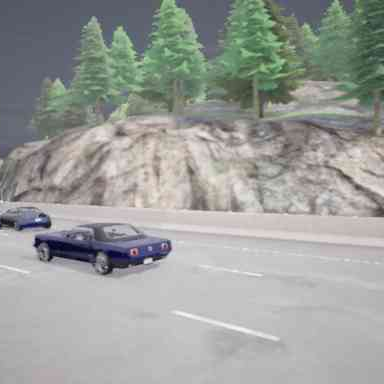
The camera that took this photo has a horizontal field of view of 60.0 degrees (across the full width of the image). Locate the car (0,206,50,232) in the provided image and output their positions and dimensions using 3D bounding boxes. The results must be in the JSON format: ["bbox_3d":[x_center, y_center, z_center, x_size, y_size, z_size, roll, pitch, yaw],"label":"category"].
[{"bbox_3d":[-10.509,1.589,20.695,4.181,1.385,1.994,0,0,40],"label":"car"}]

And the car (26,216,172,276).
[{"bbox_3d":[-2.995,1.611,10.469,4.718,1.301,1.895,0,0,36],"label":"car"}]
